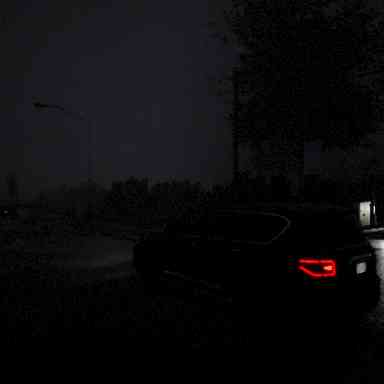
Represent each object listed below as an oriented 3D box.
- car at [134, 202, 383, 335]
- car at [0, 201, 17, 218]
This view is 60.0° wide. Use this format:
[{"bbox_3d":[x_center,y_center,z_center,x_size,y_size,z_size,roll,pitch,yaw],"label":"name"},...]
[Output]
[{"bbox_3d":[0.867,1.233,7.095,2.150,2.045,5.566,0,0,-39],"label":"car"},{"bbox_3d":[-16.680,1.478,28.968,1.882,1.535,5.008,0,0,-39],"label":"car"}]
